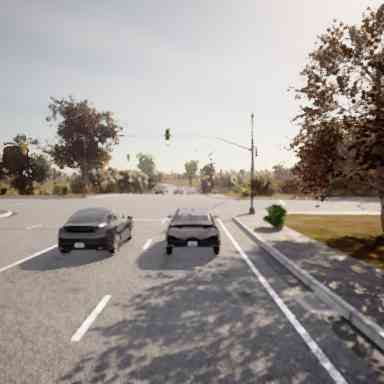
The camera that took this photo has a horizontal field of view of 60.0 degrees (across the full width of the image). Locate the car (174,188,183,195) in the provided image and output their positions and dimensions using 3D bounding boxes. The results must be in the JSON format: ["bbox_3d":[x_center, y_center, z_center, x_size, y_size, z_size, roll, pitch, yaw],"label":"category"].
[{"bbox_3d":[-3.562,-0.032,83.975,1.882,1.535,5.008,0,-1,0],"label":"car"}]

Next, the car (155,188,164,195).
[{"bbox_3d":[-7.054,-0.113,72.535,1.837,1.490,4.892,0,-1,0],"label":"car"}]

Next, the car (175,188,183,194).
[{"bbox_3d":[-3.570,-0.208,94.386,2.097,1.767,4.553,0,-1,0],"label":"car"}]

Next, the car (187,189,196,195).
[{"bbox_3d":[-0.062,0.019,84.393,1.812,1.442,4.674,0,-1,0],"label":"car"}]

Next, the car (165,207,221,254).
[{"bbox_3d":[0.036,1.330,12.714,2.128,1.511,4.902,0,1,0],"label":"car"}]

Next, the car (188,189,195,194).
[{"bbox_3d":[-0.070,-0.085,94.418,1.882,1.535,5.008,0,-1,0],"label":"car"}]

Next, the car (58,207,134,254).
[{"bbox_3d":[-3.464,1.344,12.704,1.837,1.490,4.892,0,1,0],"label":"car"}]
